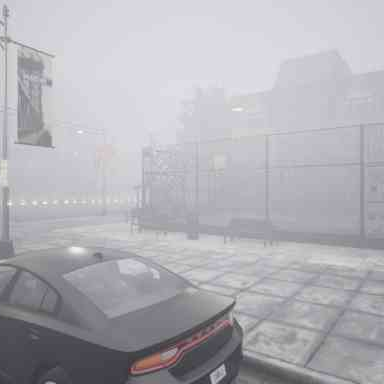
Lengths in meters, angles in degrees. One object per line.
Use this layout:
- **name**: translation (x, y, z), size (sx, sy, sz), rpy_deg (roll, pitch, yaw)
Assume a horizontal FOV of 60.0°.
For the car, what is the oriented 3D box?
- **car**: translation (-1.785, 1.480, 4.405), size (5.008, 1.535, 2.097), rpy_deg (0, 0, 35)
